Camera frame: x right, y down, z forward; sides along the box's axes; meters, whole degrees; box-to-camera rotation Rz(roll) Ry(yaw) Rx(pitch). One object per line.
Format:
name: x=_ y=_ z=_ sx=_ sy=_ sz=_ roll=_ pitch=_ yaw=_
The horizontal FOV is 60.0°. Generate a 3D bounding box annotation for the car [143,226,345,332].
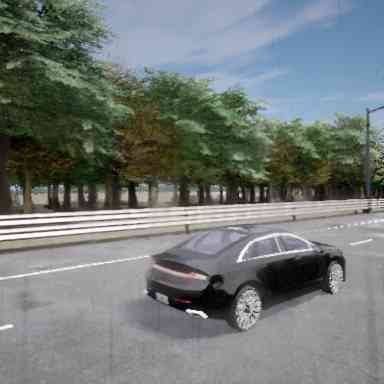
car: x=1.362 y=1.460 z=6.855 sx=4.902 sy=1.511 sz=2.128 roll=0 pitch=0 yaw=-40
